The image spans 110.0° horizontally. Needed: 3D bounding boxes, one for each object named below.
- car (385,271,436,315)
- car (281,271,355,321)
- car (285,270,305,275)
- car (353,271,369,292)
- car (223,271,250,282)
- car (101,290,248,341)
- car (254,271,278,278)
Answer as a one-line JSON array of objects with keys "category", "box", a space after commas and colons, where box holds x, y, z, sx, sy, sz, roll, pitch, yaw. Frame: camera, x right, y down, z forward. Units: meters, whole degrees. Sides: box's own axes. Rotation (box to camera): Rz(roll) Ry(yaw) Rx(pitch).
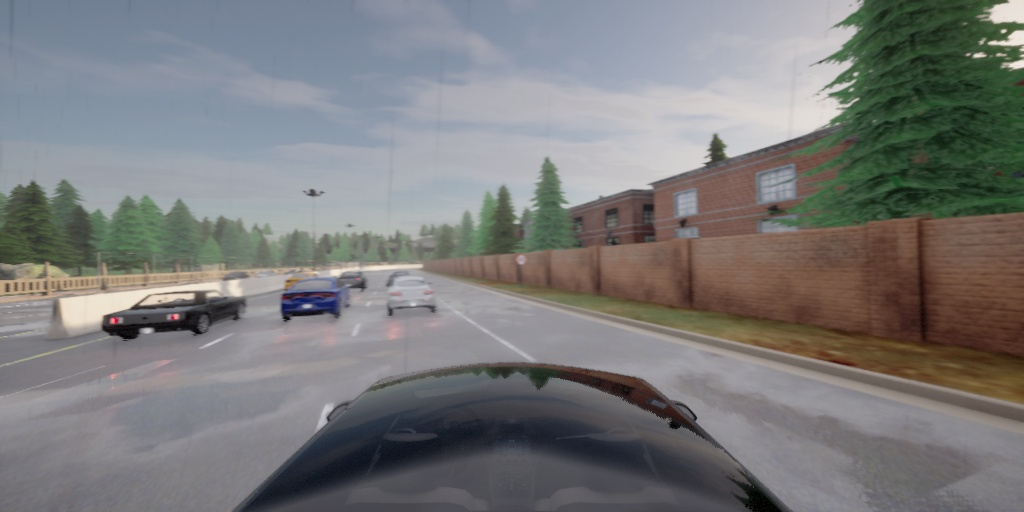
[{"category": "car", "box": [-4.369, 1.572, 15.388, 1.812, 1.442, 4.674, -1, -1, -19]}, {"category": "car", "box": [-7.815, 1.608, 14.653, 1.882, 1.535, 5.008, -1, 0, -19]}, {"category": "car", "box": [-15.831, 1.994, 27.540, 1.882, 1.535, 5.008, -1, 0, -18]}, {"category": "car", "box": [-12.147, 1.908, 27.514, 2.128, 1.511, 4.902, -1, -1, -18]}, {"category": "car", "box": [-37.981, 2.908, 49.553, 1.837, 1.490, 4.892, -1, -1, -18]}, {"category": "car", "box": [-10.532, 1.767, 11.756, 1.895, 1.301, 4.718, -1, -1, -19]}, {"category": "car", "box": [-34.674, 2.854, 50.684, 1.812, 1.442, 4.674, -1, -1, -18]}]
